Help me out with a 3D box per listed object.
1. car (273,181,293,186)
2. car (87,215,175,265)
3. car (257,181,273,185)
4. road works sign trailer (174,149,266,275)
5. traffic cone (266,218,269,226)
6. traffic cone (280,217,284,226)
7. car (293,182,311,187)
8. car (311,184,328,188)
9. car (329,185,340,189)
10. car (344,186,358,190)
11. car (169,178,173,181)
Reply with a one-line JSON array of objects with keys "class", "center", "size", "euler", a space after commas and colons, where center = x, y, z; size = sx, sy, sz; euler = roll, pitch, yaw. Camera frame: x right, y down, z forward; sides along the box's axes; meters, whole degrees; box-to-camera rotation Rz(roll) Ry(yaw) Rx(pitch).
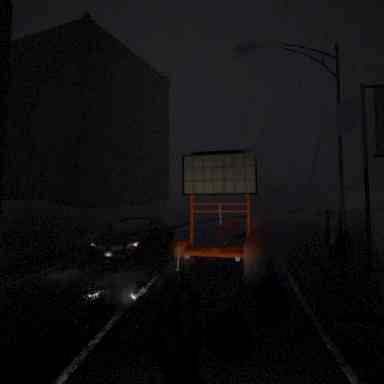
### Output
[{"class": "car", "center": [19.364, -1.551, 74.320], "size": [5.008, 1.535, 2.097], "euler": [2, -5, -25]}, {"class": "car", "center": [-1.950, 1.606, 12.161], "size": [1.812, 1.442, 4.674], "euler": [-1, -1, 14]}, {"class": "car", "center": [14.334, -1.700, 71.983], "size": [4.674, 1.452, 2.002], "euler": [2, -5, -24]}, {"class": "road works sign trailer", "center": [0.921, 0.487, 10.660], "size": [2.380, 3.560, 2.880], "euler": [-1, 0, 17]}, {"class": "traffic cone", "center": [5.169, 2.063, 22.988], "size": [0.340, 0.580, 0.340], "euler": [-2, -1, 16]}, {"class": "traffic cone", "center": [6.121, 2.032, 22.700], "size": [0.340, 0.580, 0.340], "euler": [-2, -1, 17]}, {"class": "car", "center": [24.321, -1.479, 76.761], "size": [4.553, 1.767, 2.185], "euler": [2, -5, -26]}, {"class": "car", "center": [29.400, -1.110, 79.388], "size": [4.792, 1.488, 2.163], "euler": [2, -5, -27]}, {"class": "car", "center": [34.244, -0.886, 82.024], "size": [4.674, 1.452, 2.002], "euler": [3, -5, -29]}, {"class": "car", "center": [38.945, -0.704, 84.718], "size": [4.892, 1.521, 2.231], "euler": [3, -5, -30]}, {"class": "car", "center": [-5.942, -2.458, 63.455], "size": [4.553, 1.767, 2.185], "euler": [1, -5, -23]}]
